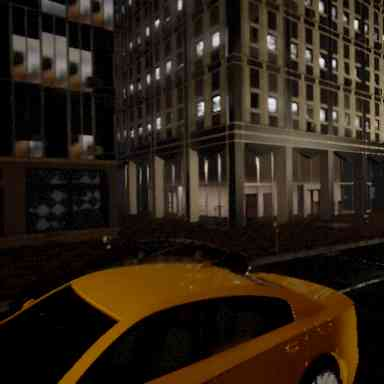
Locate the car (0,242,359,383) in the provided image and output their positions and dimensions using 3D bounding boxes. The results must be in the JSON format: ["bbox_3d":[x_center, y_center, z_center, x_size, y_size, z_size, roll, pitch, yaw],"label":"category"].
[{"bbox_3d":[-0.529,1.477,2.950,5.008,1.535,1.882,0,0,-35],"label":"car"}]

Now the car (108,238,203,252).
[{"bbox_3d":[-0.798,1.565,5.966,4.313,1.339,1.947,0,-1,-35],"label":"car"}]
